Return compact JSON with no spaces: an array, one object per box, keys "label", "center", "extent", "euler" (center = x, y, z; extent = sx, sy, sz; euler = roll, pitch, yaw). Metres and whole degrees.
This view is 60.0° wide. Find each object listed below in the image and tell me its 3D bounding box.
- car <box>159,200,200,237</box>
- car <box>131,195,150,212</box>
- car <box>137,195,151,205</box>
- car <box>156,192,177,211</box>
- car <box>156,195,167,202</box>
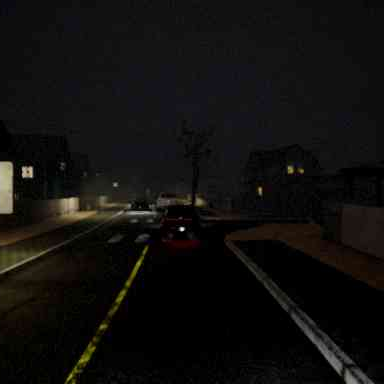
[{"label":"car","center":[-0.626,1.410,17.494],"extent":[1.837,1.490,4.892],"euler":[0,0,-4]},{"label":"car","center":[-5.686,1.399,36.752],"extent":[1.994,1.385,4.181],"euler":[0,0,-7]},{"label":"car","center":[-8.098,1.298,56.752],"extent":[2.128,1.511,4.902],"euler":[0,0,-6]},{"label":"car","center":[-2.857,1.047,37.777],"extent":[2.150,2.045,5.566],"euler":[0,0,-7]},{"label":"car","center":[-6.588,1.339,72.442],"extent":[2.033,1.411,5.357],"euler":[0,0,-3]}]
